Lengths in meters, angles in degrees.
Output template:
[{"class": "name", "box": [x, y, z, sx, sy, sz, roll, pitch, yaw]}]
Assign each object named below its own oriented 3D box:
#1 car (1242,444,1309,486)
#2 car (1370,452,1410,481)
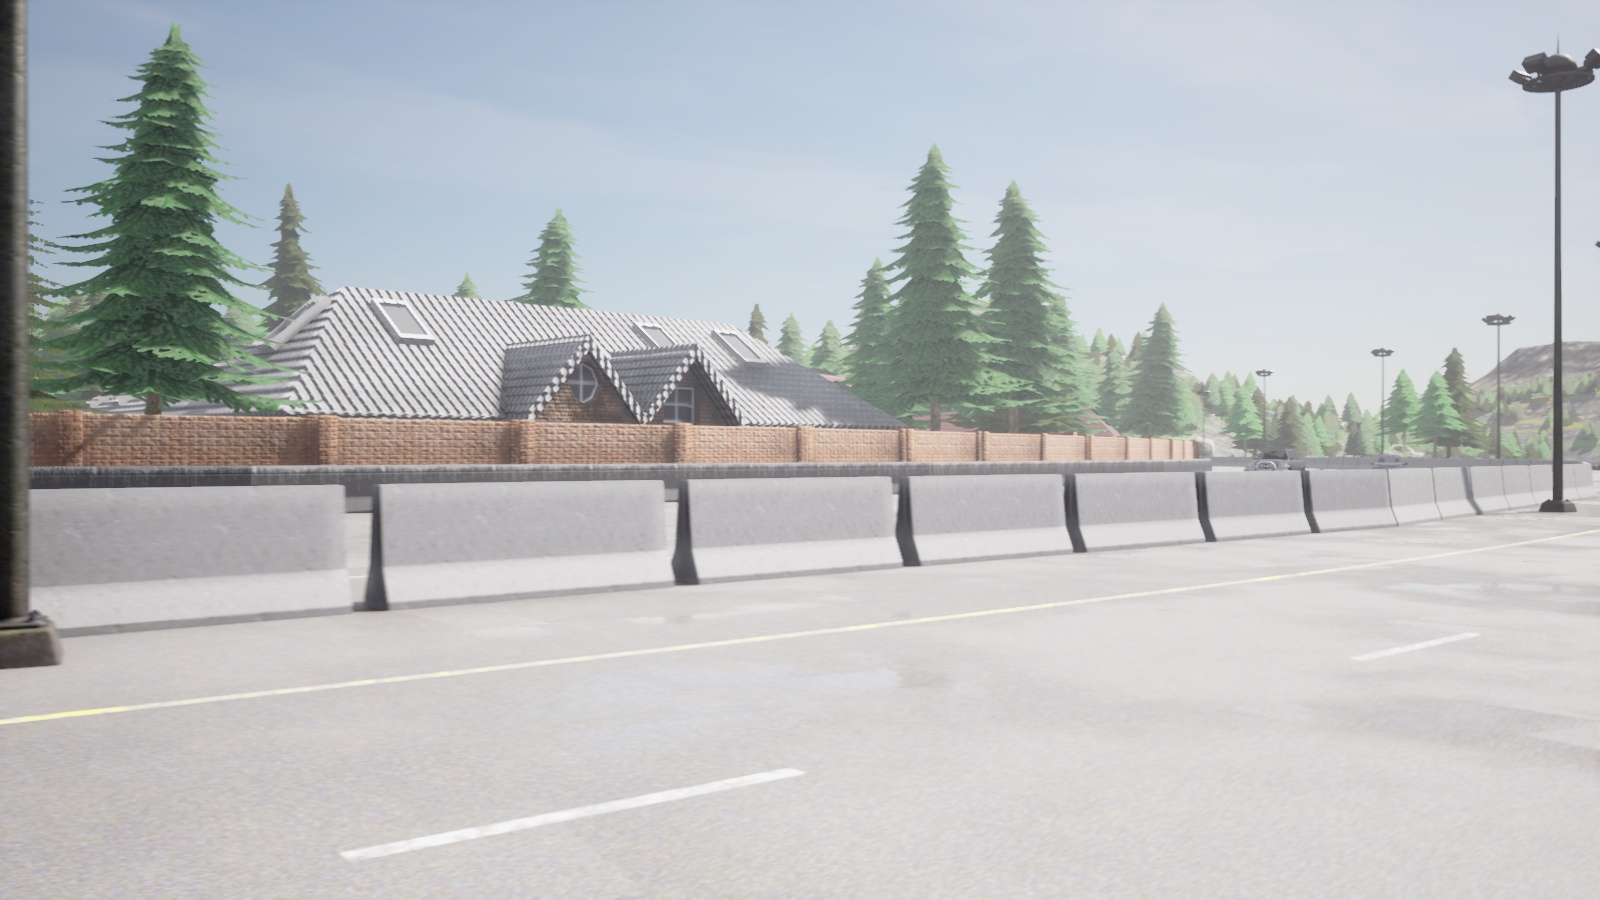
[{"class": "car", "box": [21.860, 0.676, 57.661, 1.932, 1.855, 4.605, 0, 0, 33]}, {"class": "car", "box": [32.390, 0.880, 68.865, 1.845, 1.501, 3.633, 0, 0, 27]}]
